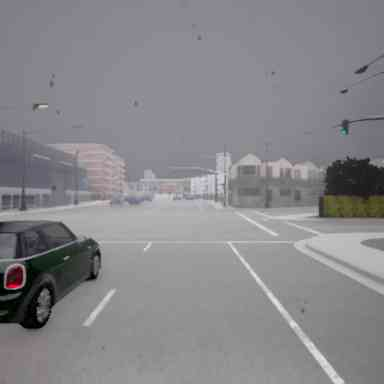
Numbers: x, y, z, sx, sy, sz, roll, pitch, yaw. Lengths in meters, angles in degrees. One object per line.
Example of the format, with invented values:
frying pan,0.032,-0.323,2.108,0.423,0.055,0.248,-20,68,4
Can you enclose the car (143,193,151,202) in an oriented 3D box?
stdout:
car,-11.000,1.328,79.669,2.150,2.045,5.566,0,1,0

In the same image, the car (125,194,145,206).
car,-10.915,1.784,63.962,1.882,1.535,5.008,0,1,0

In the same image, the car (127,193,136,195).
car,-14.498,1.329,79.300,2.150,2.045,5.566,0,1,0

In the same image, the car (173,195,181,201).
car,-4.049,1.625,87.467,2.128,1.511,4.902,0,-1,0

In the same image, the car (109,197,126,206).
car,-14.414,1.837,63.503,1.812,1.442,4.674,0,1,0

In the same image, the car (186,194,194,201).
car,-0.552,1.700,87.933,1.895,1.301,4.718,0,-1,0

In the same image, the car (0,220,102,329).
car,-3.474,1.364,7.134,2.097,1.767,4.553,0,0,0
